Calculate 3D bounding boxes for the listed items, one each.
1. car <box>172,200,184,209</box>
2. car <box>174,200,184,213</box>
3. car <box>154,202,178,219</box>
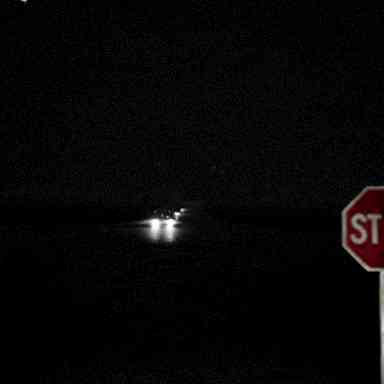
[{"bbox_3d":[-2.484,2.211,59.579,1.882,1.535,5.008,0,0,1],"label":"car"},{"bbox_3d":[-2.622,2.124,46.279,1.994,1.385,4.181,0,-1,1],"label":"car"},{"bbox_3d":[-2.813,2.015,34.636,1.895,1.301,4.718,0,-1,2],"label":"car"}]
